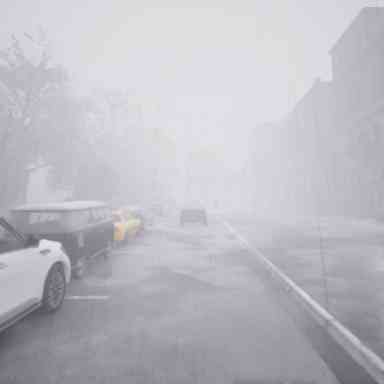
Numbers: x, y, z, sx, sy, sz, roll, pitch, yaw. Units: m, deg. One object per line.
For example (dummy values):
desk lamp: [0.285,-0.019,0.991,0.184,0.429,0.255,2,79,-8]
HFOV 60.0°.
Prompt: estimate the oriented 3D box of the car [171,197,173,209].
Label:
car: [-3.649,1.655,37.904,2.002,1.452,4.674,0,0,2]

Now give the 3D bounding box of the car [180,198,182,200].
car: [-3.629,2.044,71.321,2.163,1.488,4.792,1,-2,2]

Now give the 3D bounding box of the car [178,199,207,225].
car: [0.102,1.561,24.811,1.882,1.535,5.008,0,0,0]

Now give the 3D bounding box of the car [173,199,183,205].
car: [-3.637,2.532,87.984,2.097,1.535,5.008,0,-1,2]

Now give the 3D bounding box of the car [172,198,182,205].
car: [-3.630,2.359,82.426,2.097,1.535,5.008,1,-2,2]

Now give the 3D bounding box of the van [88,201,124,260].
van: [-3.648,1.286,10.173,1.878,1.987,4.442,0,0,2]

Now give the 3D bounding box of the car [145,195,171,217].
car: [-3.652,1.467,32.305,2.185,1.767,4.553,0,0,2]

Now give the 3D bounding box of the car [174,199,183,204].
car: [-3.640,2.735,93.587,2.163,1.488,4.792,0,-1,2]

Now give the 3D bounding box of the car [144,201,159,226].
car: [-3.651,1.549,21.190,2.097,1.535,5.008,0,0,2]

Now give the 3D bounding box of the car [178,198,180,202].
car: [-3.650,1.556,54.588,2.185,1.767,4.553,0,0,2]

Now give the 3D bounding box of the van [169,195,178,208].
van: [-3.645,1.434,49.166,1.878,1.987,4.442,0,0,2]

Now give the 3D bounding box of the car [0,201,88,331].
car: [-3.652,1.243,4.514,2.435,2.045,5.566,0,0,2]

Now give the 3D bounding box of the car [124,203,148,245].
car: [-3.644,1.527,15.810,1.946,1.575,5.366,0,0,2]
